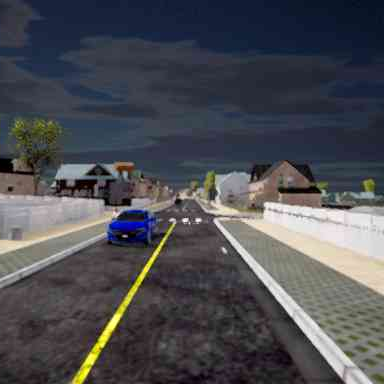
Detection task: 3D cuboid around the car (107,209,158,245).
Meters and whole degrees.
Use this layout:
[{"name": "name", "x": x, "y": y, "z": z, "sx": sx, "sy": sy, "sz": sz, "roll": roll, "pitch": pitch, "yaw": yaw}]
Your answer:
[{"name": "car", "x": -2.830, "y": 1.613, "z": 16.578, "sx": 1.882, "sy": 1.535, "sz": 5.008, "roll": 0, "pitch": 0, "yaw": 0}]

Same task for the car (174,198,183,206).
[{"name": "car", "x": -2.759, "y": 2.106, "z": 68.553, "sx": 1.837, "sy": 1.490, "sz": 4.892, "roll": 0, "pitch": 0, "yaw": 0}]
